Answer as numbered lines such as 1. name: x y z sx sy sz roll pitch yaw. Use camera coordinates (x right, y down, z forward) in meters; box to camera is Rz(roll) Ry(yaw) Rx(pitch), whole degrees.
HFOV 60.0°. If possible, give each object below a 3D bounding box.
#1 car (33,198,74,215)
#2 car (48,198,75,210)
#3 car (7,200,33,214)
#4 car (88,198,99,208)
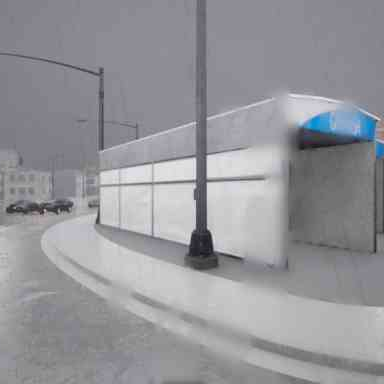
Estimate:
1. car: -14.101 1.504 34.469 1.837 1.490 4.892 0 0 1
2. car: -17.652 1.537 45.310 2.033 1.411 5.357 0 0 -6
3. car: -17.579 1.564 35.206 1.994 1.385 4.181 0 0 3
4. car: -12.816 1.552 47.428 1.994 1.385 4.181 0 0 25
